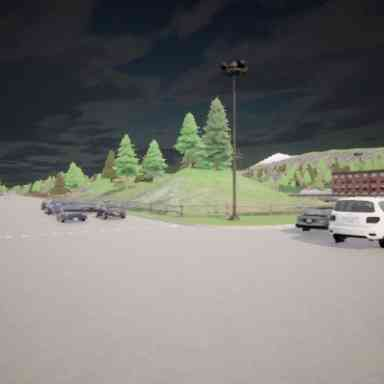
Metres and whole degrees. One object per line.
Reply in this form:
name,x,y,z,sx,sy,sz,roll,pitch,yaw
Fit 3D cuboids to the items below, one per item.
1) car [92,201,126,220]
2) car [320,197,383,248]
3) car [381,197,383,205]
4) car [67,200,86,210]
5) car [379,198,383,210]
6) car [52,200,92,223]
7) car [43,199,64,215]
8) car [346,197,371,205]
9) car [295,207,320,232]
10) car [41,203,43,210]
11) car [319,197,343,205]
car,-7.356,1.635,29.991,1.837,1.490,4.892,0,0,-28
car,8.324,1.246,15.127,5.566,2.045,2.150,0,0,-42
car,35.059,1.636,57.648,1.994,1.385,4.181,0,0,-3
car,-16.595,1.823,47.601,1.895,1.301,4.718,0,0,-28
car,25.893,1.586,43.405,1.812,1.442,4.674,0,0,20
car,-10.009,1.678,27.516,2.033,1.411,5.357,0,0,-28
car,-14.787,1.530,36.553,2.097,1.767,4.553,0,0,-28
car,31.114,1.631,62.372,1.812,1.442,4.674,0,0,-10
car,8.137,1.588,19.645,5.357,1.411,2.033,0,0,-43
car,-19.505,1.827,45.585,1.895,1.301,4.718,0,0,-28
car,27.055,1.654,65.071,1.812,1.442,4.674,0,0,-17
